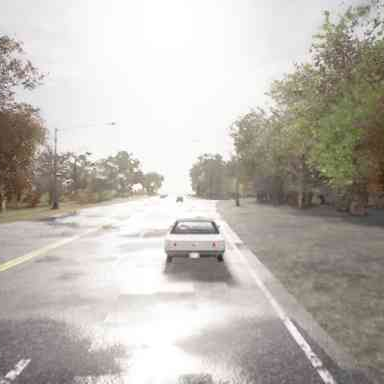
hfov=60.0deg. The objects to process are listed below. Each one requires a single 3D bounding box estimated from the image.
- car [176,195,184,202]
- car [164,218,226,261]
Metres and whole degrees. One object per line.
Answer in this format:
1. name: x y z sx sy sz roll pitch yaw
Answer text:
1. car: -2.771 1.563 76.364 2.033 1.411 5.357 0 0 -2
2. car: 0.110 1.603 12.170 1.895 1.301 4.718 0 0 1
